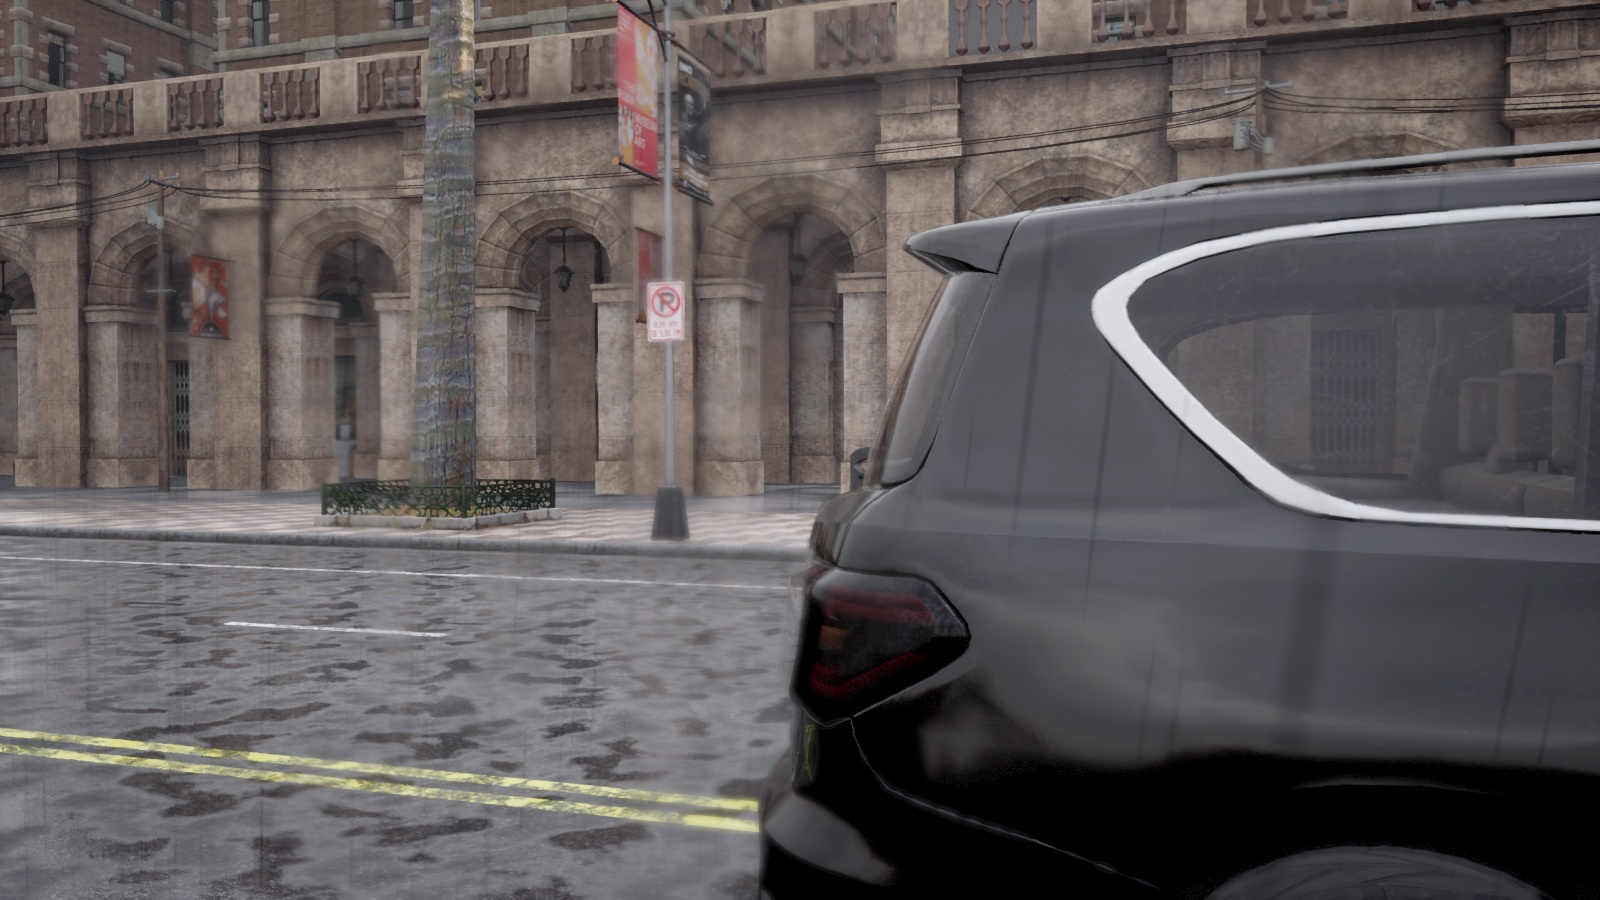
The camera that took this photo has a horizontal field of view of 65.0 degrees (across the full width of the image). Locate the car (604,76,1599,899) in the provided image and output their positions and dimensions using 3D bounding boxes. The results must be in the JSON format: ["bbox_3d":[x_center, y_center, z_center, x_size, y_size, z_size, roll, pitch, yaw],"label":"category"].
[{"bbox_3d":[2.642,0.519,2.301,5.566,2.045,2.150,1,1,19],"label":"car"}]
